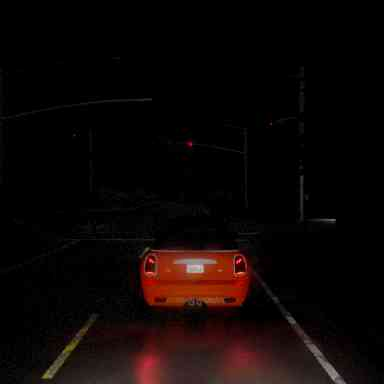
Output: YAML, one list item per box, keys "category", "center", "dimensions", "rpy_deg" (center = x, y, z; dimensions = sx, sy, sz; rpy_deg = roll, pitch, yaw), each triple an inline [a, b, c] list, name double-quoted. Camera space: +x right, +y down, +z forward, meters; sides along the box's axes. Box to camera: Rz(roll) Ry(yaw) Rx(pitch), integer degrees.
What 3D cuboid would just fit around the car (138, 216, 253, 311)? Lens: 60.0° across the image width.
- category: "car"
  center: [0.064, 1.352, 7.908]
  dimensions: [2.097, 1.767, 4.553]
  rpy_deg: [0, 0, 0]
